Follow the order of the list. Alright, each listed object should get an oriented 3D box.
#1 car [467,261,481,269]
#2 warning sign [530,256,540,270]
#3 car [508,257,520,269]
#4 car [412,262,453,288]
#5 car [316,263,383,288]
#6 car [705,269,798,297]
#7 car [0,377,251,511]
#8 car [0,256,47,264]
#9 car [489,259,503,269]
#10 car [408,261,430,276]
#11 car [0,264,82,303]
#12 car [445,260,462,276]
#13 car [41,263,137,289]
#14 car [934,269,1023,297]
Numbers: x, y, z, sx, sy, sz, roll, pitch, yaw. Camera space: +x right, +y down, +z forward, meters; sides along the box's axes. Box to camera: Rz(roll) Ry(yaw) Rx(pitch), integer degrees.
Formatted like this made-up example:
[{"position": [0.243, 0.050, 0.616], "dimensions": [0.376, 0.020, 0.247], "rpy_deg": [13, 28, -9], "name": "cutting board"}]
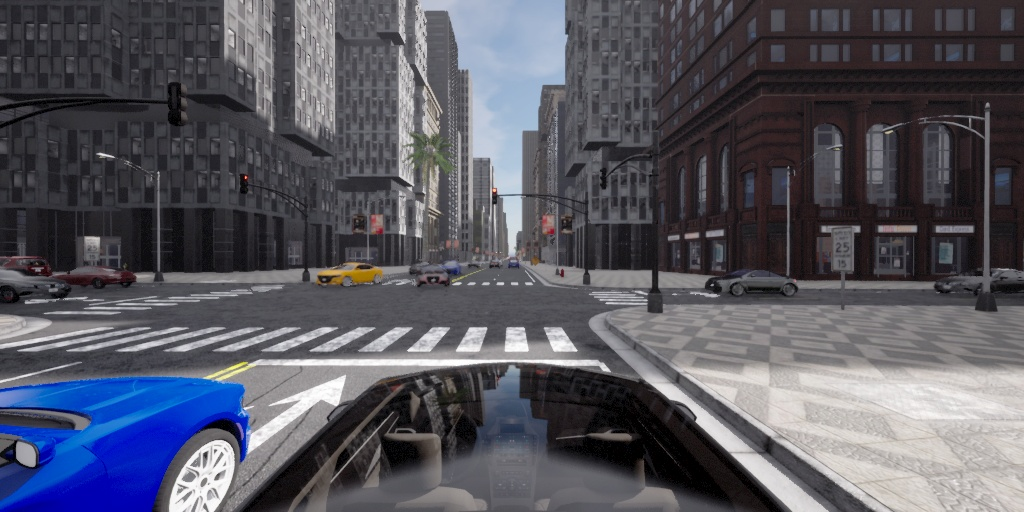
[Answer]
[{"position": [-6.288, 1.509, 59.437], "dimensions": [1.895, 1.301, 4.718], "rpy_deg": [0, 0, 1], "name": "car"}, {"position": [3.074, 0.941, 47.326], "dimensions": [1.300, 1.860, 1.060], "rpy_deg": [0, 0, 0], "name": "warning sign"}, {"position": [0.343, 1.408, 62.167], "dimensions": [1.882, 1.535, 5.008], "rpy_deg": [0, 0, 1], "name": "car"}, {"position": [-5.368, 1.307, 23.747], "dimensions": [1.994, 1.385, 4.181], "rpy_deg": [0, 0, -17], "name": "car"}, {"position": [-10.702, 1.207, 24.033], "dimensions": [1.882, 1.535, 5.008], "rpy_deg": [0, -1, 14], "name": "car"}, {"position": [12.704, 1.381, 19.164], "dimensions": [4.181, 1.385, 1.994], "rpy_deg": [0, 0, 0], "name": "car"}, {"position": [-3.156, 1.228, 1.000], "dimensions": [1.882, 1.535, 5.008], "rpy_deg": [0, 0, 0], "name": "car"}, {"position": [-30.612, 0.944, 21.320], "dimensions": [5.009, 1.841, 2.192], "rpy_deg": [0, 0, -1], "name": "car"}, {"position": [-2.951, 1.438, 62.490], "dimensions": [1.837, 1.490, 4.892], "rpy_deg": [0, 0, 0], "name": "car"}, {"position": [-9.671, 1.289, 38.494], "dimensions": [1.837, 1.490, 4.892], "rpy_deg": [0, 0, 0], "name": "car"}, {"position": [-22.282, 1.215, 15.637], "dimensions": [4.674, 1.442, 1.812], "rpy_deg": [0, 0, 1], "name": "car"}, {"position": [-6.422, 1.259, 37.379], "dimensions": [1.882, 1.535, 5.008], "rpy_deg": [0, 0, 0], "name": "car"}, {"position": [-24.973, 1.231, 21.379], "dimensions": [4.207, 1.307, 1.802], "rpy_deg": [0, 0, -1], "name": "car"}, {"position": [25.516, 1.401, 19.090], "dimensions": [4.674, 1.442, 1.812], "rpy_deg": [0, 0, 0], "name": "car"}]
